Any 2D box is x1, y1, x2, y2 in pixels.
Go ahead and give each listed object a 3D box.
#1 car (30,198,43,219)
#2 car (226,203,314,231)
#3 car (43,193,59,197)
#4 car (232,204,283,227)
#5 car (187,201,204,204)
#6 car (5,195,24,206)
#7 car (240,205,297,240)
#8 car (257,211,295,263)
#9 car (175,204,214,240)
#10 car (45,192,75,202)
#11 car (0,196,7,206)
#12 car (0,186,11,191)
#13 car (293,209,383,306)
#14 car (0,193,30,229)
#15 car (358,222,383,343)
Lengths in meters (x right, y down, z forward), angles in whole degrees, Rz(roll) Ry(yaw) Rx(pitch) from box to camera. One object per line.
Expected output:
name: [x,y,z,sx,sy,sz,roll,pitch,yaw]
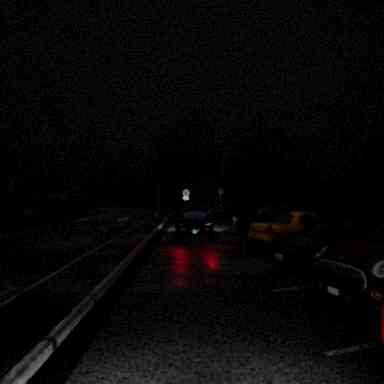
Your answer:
car: [-13.445,1.455,23.311,5.366,1.575,1.946,-1,1,-20]
car: [4.859,1.498,20.811,4.892,1.521,2.231,1,0,-20]
car: [-24.303,1.431,56.922,2.435,2.045,5.566,1,-3,-19]
car: [4.842,1.497,17.417,4.892,1.521,2.231,1,0,-20]
car: [0.376,1.565,33.456,1.895,1.301,4.718,0,0,4]
car: [-30.321,1.556,56.951,2.185,1.767,4.553,1,-3,-19]
car: [5.016,1.493,14.092,5.366,1.575,1.946,1,0,-20]
car: [4.814,1.521,10.617,4.792,1.488,2.163,1,0,-20]
car: [0.118,1.536,16.802,1.812,1.442,4.674,0,0,0]
car: [-25.280,0.920,63.698,5.008,1.535,1.882,4,-2,2]
car: [-33.358,1.559,57.055,2.185,1.767,4.553,1,-3,-19]
car: [-37.646,-0.198,63.942,5.566,2.045,2.150,4,-2,1]
car: [4.867,1.365,7.248,4.553,1.767,2.185,1,0,-20]
car: [-13.311,1.218,20.336,5.566,2.045,2.435,-1,0,-20]
car: [4.803,1.362,4.257,4.553,1.767,2.185,1,0,-20]
